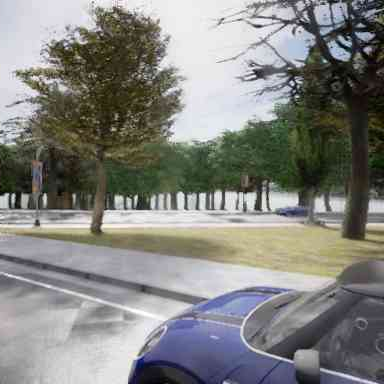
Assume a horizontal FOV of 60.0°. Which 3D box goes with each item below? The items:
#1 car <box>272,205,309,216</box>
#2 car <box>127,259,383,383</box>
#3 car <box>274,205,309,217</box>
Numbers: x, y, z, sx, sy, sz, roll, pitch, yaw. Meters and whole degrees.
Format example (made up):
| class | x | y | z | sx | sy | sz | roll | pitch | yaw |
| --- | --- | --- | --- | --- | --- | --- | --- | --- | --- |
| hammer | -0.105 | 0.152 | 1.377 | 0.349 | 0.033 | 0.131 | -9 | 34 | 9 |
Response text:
| class | x | y | z | sx | sy | sz | roll | pitch | yaw |
| --- | --- | --- | --- | --- | --- | --- | --- | --- | --- |
| car | 14.825 | 2.766 | 50.351 | 4.902 | 1.511 | 2.128 | 1 | 0 | -11 |
| car | 1.615 | 1.353 | 2.533 | 4.553 | 1.767 | 2.097 | 0 | 0 | 35 |
| car | 14.773 | 2.769 | 47.033 | 5.008 | 1.535 | 1.882 | 1 | 0 | -11 |
